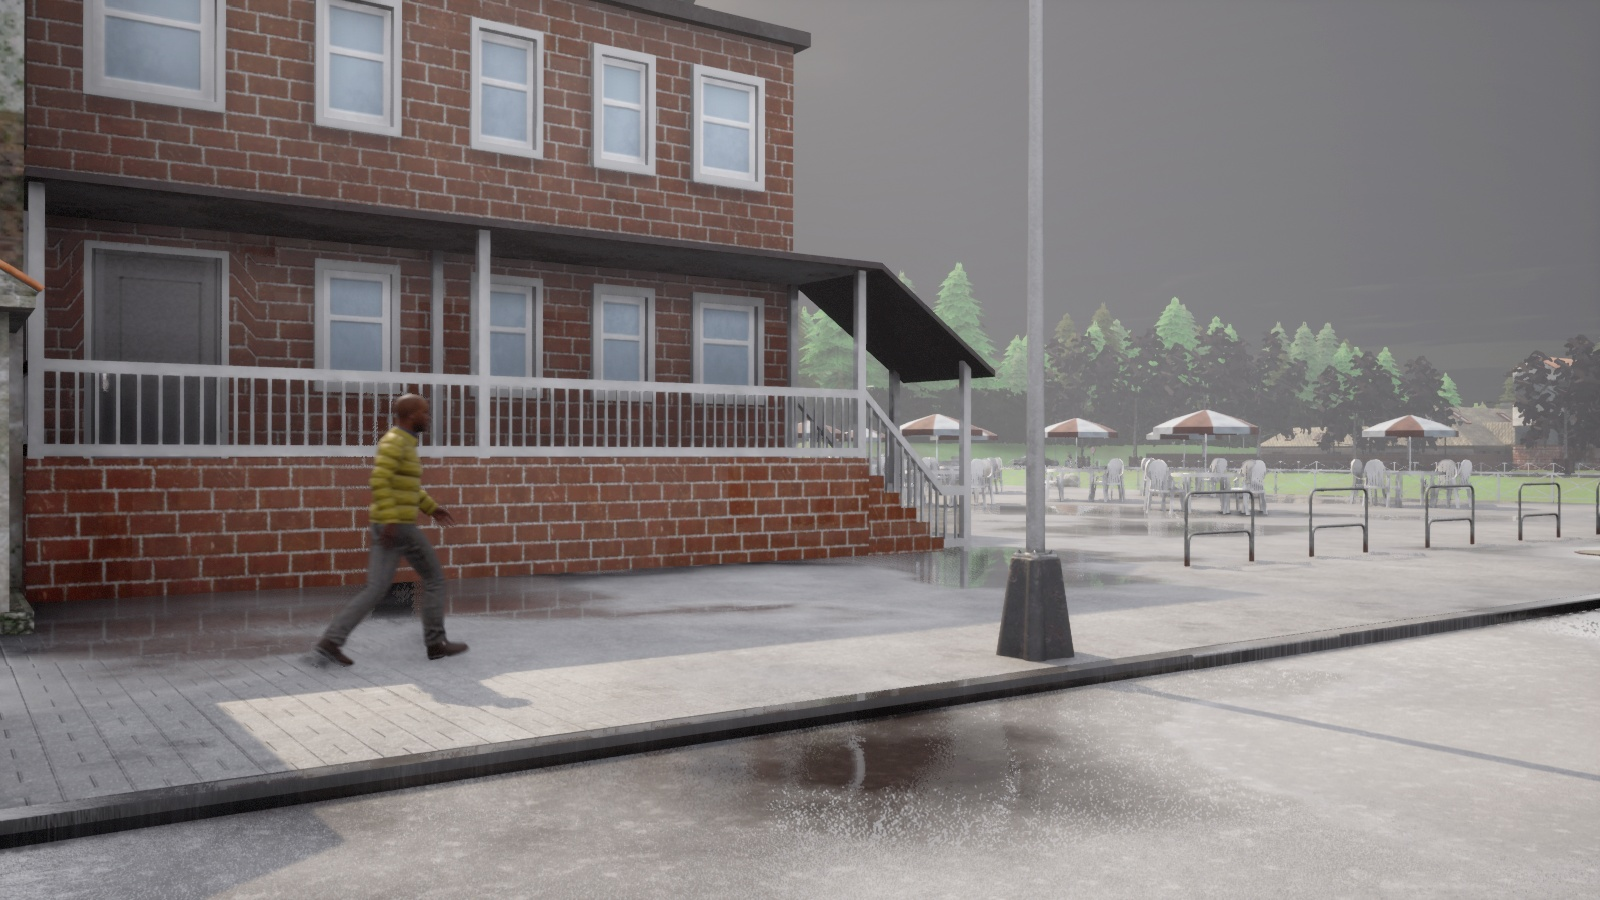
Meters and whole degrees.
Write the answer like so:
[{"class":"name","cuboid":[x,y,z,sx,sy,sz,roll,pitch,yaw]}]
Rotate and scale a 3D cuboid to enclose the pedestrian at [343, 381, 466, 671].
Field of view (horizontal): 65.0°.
[{"class":"pedestrian","cuboid":[-2.602,0.480,8.263,0.726,1.835,0.370,0,0,-25]}]
